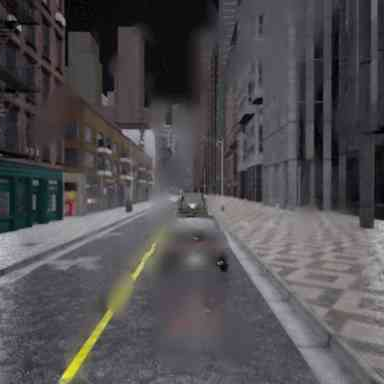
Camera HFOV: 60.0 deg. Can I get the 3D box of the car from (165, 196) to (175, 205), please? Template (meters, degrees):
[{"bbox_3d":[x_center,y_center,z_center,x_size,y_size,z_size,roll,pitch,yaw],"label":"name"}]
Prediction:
[{"bbox_3d":[-3.053,1.299,51.639,1.812,1.442,4.674,0,0,0],"label":"car"}]

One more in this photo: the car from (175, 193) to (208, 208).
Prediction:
[{"bbox_3d":[0.068,1.094,25.906,2.150,2.045,5.566,0,1,0],"label":"car"}]

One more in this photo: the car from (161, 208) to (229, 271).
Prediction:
[{"bbox_3d":[0.066,1.447,10.650,1.837,1.490,4.892,0,0,0],"label":"car"}]
